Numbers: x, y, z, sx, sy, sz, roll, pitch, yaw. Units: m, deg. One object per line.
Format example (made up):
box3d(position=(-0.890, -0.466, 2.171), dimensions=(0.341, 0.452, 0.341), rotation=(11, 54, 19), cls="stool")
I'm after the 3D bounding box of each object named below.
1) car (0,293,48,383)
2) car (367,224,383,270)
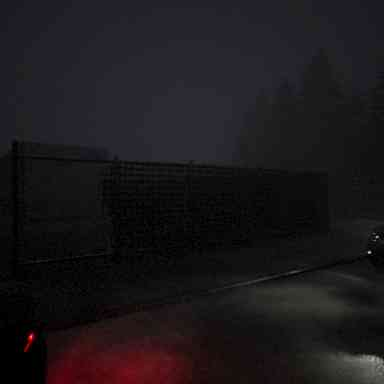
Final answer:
box3d(position=(-3.557, 1.508, 2.058), dimensions=(4.892, 1.490, 1.837), rotation=(-1, 0, -35), cls="car")
box3d(position=(7.432, 1.195, 9.787), dimensions=(5.566, 2.045, 2.150), rotation=(0, 0, -36), cls="car")
